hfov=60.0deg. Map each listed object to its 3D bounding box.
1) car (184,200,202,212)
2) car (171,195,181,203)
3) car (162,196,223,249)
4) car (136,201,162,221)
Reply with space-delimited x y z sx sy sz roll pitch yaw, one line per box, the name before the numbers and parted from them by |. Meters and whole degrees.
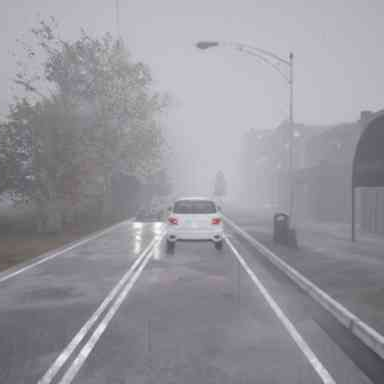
car | 0.105 1.595 39.179 1.895 1.301 4.718 0 0 0
car | -3.265 1.476 68.708 1.882 1.535 5.008 0 0 0
car | 0.103 1.223 14.612 2.150 2.045 5.566 0 0 0
car | -3.344 1.505 27.074 1.837 1.490 4.892 0 0 0
